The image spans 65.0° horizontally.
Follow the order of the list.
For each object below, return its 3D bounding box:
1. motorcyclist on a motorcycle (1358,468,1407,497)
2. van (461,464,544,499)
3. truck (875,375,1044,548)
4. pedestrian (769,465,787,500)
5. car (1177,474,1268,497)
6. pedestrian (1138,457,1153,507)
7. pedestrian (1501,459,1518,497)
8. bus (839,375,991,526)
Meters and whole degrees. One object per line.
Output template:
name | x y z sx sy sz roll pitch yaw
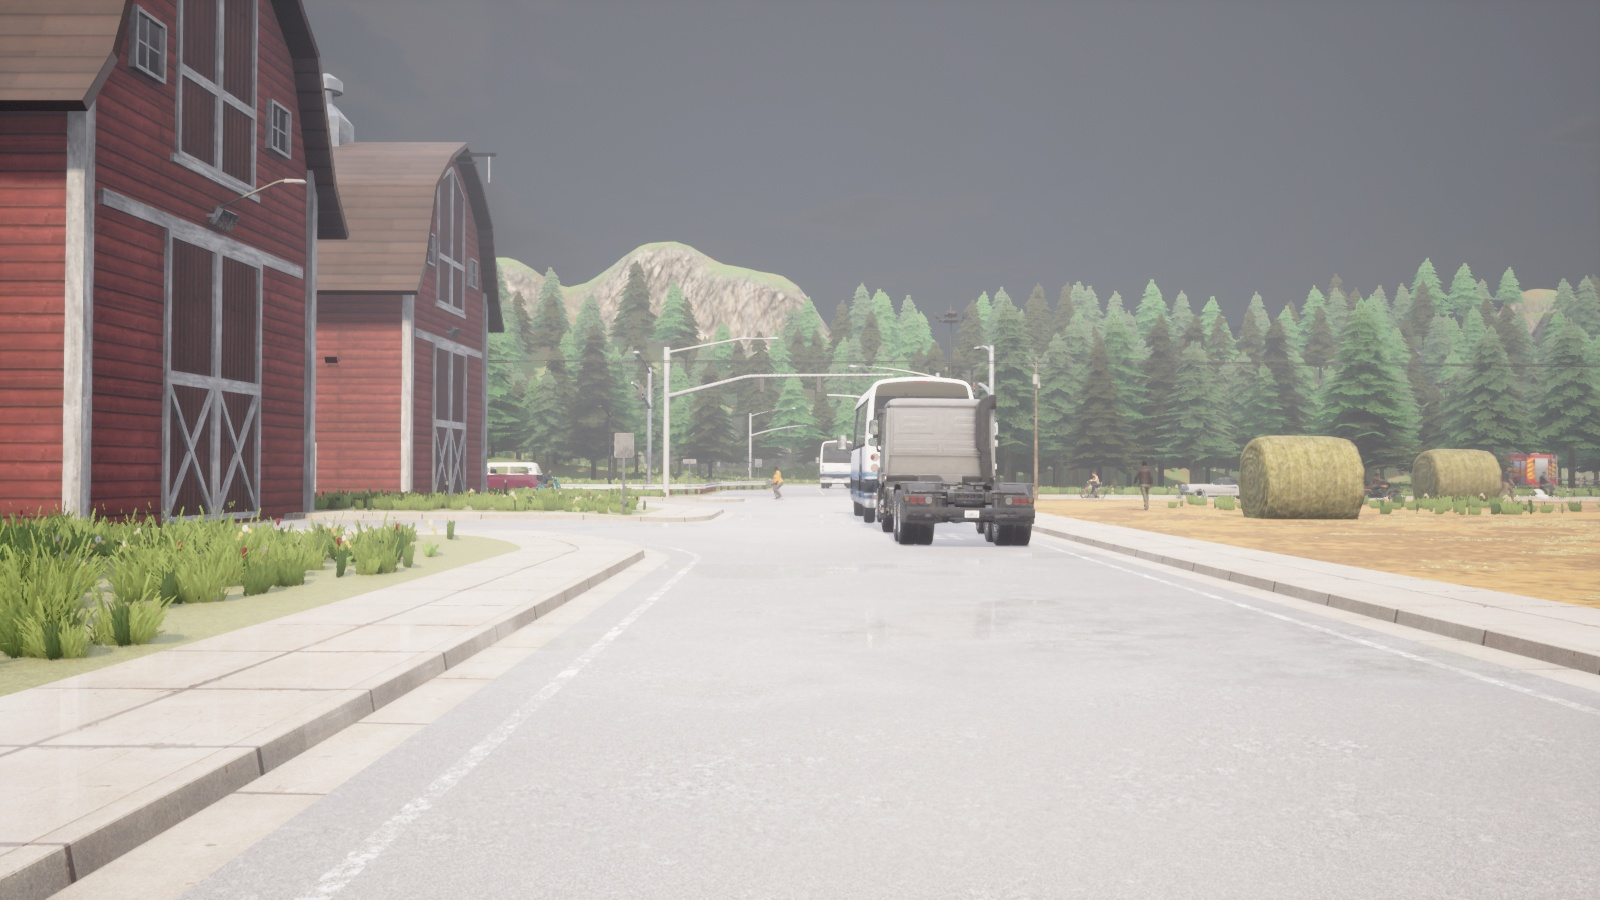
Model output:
motorcyclist on a motorcycle | 32.896 1.849 70.937 2.350 1.649 0.766 0 -1 1
van | -17.778 1.897 75.256 4.480 2.038 2.069 0 -1 1
truck | 3.448 0.292 29.228 2.891 3.462 7.936 0 -1 0
pedestrian | -1.175 1.745 67.095 0.900 1.855 0.874 0 -1 -3
car | 25.043 2.091 74.561 4.718 1.301 1.895 0 -1 1
pedestrian | 12.749 1.191 46.364 0.431 1.840 0.703 0 -1 6
pedestrian | 34.301 1.353 60.726 0.694 1.848 0.540 -1 -1 26
bus | 3.420 0.106 40.695 3.944 4.253 10.273 0 -1 0
